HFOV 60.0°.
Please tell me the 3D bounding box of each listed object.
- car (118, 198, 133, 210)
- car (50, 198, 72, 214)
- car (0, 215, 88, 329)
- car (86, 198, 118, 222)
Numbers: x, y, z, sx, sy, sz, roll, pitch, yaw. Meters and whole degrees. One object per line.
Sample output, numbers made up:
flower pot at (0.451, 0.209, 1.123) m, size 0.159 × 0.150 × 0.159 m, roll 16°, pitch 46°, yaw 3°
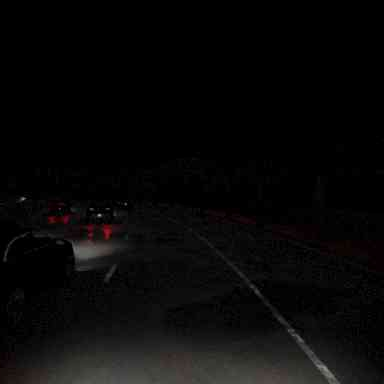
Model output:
car at (-8.477, 1.395, 40.458) m, size 1.994 × 1.385 × 4.181 m, roll 0°, pitch 0°, yaw -22°
car at (-13.200, 1.367, 33.468) m, size 2.128 × 1.511 × 4.902 m, roll 0°, pitch 0°, yaw -20°
car at (-3.872, 1.469, 6.786) m, size 2.128 × 1.511 × 4.902 m, roll 0°, pitch 0°, yaw -4°
car at (-6.957, 1.391, 25.187) m, size 2.128 × 1.511 × 4.902 m, roll 0°, pitch 0°, yaw -15°
